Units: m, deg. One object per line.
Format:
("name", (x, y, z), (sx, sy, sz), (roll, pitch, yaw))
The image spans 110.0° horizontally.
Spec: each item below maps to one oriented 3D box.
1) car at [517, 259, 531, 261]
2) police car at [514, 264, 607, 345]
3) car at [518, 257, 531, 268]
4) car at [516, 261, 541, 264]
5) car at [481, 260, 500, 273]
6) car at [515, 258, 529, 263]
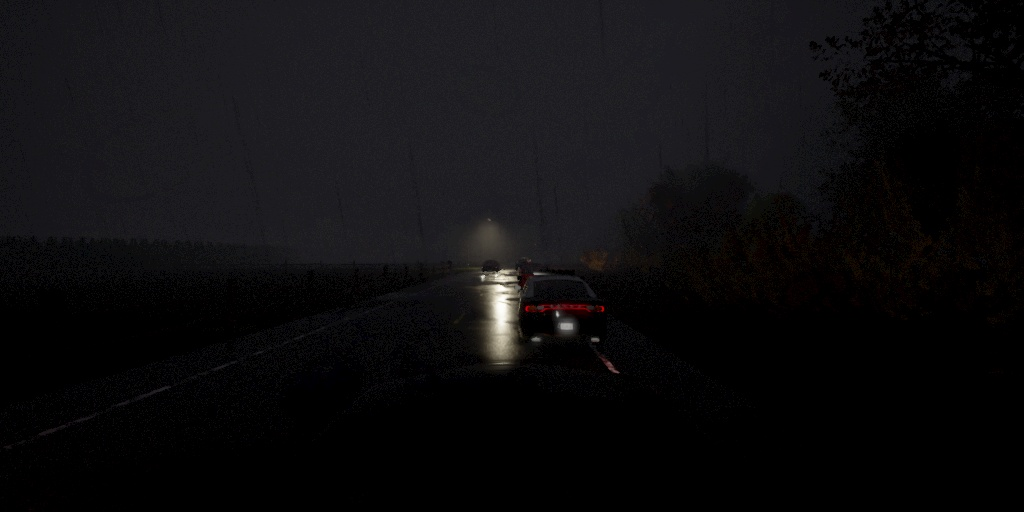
("car", (1.428, 1.212, 25.431), (1.882, 1.535, 5.008), (0, 0, 2))
("police car", (1.101, 1.171, 9.597), (1.930, 1.638, 5.238), (0, 0, 1))
("car", (2.167, 1.046, 61.116), (2.097, 1.767, 4.553), (0, 0, 4))
("car", (1.270, 1.217, 19.453), (1.882, 1.535, 5.008), (0, 0, 1))
("car", (-2.496, 1.193, 43.021), (1.882, 1.535, 5.008), (0, 0, 3))
("car", (1.458, 1.214, 49.185), (1.837, 1.490, 4.892), (0, 0, 4))
